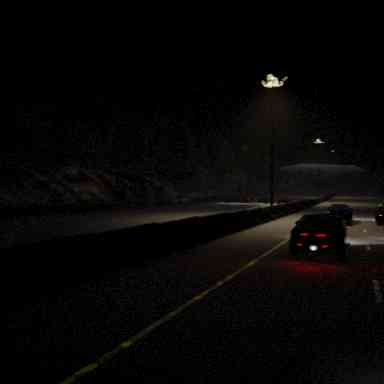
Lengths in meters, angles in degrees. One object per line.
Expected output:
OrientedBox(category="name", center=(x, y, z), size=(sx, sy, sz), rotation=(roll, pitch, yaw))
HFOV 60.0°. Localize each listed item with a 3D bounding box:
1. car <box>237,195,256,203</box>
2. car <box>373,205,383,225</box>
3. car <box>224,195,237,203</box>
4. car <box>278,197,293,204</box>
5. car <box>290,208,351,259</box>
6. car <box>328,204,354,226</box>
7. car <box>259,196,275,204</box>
OrientedBox(category="car", center=(10.903, 1.338, 64.166), size=(1.882, 1.535, 5.008), rotation=(0, 1, 27))
OrientedBox(category="car", center=(15.029, 1.690, 25.247), size=(1.837, 1.490, 4.892), rotation=(0, 1, 27))
OrientedBox(category="car", center=(7.953, 1.361, 66.055), size=(1.812, 1.442, 4.674), rotation=(0, 1, 27))
OrientedBox(category="car", center=(17.170, 1.504, 61.067), size=(1.895, 1.301, 4.718), rotation=(0, 1, 27))
OrientedBox(category="car", center=(5.216, 1.624, 13.399), size=(1.837, 1.490, 4.892), rotation=(0, 0, 27))
OrientedBox(category="car", center=(12.075, 1.687, 27.159), size=(1.812, 1.442, 4.674), rotation=(0, 0, 27))
OrientedBox(category="car", center=(14.300, 1.422, 63.112), size=(2.033, 1.411, 5.357), rotation=(0, 1, 27))
